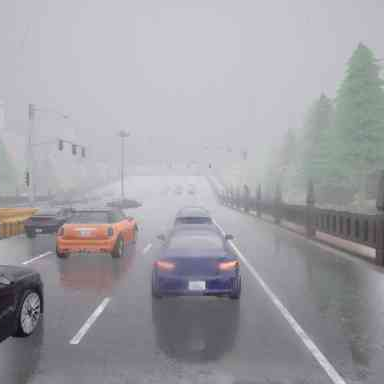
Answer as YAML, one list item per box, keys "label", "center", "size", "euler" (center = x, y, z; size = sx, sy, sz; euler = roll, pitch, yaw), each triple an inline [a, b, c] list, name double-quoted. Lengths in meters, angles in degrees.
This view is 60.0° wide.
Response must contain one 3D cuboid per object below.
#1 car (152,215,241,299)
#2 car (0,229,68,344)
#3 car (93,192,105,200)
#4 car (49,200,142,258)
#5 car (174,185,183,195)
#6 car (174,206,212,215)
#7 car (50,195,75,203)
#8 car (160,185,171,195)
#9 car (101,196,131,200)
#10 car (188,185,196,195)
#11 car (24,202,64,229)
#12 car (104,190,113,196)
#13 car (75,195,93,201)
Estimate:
- label: "car"
  center: [0.083, 1.526, 8.305]
  size: [1.812, 1.442, 4.674]
  euler: [0, 0, 0]
- label: "car"
  center: [-3.410, 1.492, 3.720]
  size: [2.128, 1.511, 4.902]
  euler: [0, 0, 0]
- label: "car"
  center: [-21.143, 1.149, 72.917]
  size: [1.994, 1.385, 4.181]
  euler: [0, 3, 0]
- label: "car"
  center: [-3.428, 1.352, 12.836]
  size: [2.097, 1.767, 4.553]
  euler: [0, 0, 0]
- label: "car"
  center: [-3.598, -0.047, 86.036]
  size: [1.837, 1.490, 4.892]
  euler: [0, 7, 0]
- label: "car"
  center: [0.062, 1.478, 17.636]
  size: [1.882, 1.535, 5.008]
  euler: [0, 0, 0]
- label: "car"
  center: [-21.189, 1.351, 53.797]
  size: [2.097, 1.767, 4.553]
  euler: [0, 0, 0]
- label: "car"
  center: [-7.098, -0.054, 86.168]
  size: [1.837, 1.490, 4.892]
  euler: [0, 7, 0]
- label: "car"
  center: [-8.702, 1.547, 42.984]
  size: [2.033, 1.411, 5.357]
  euler: [0, 0, 30]
- label: "car"
  center: [-0.098, -0.069, 86.023]
  size: [1.882, 1.535, 5.008]
  euler: [0, 7, 0]
- label: "car"
  center: [-6.940, 1.505, 17.477]
  size: [1.837, 1.490, 4.892]
  euler: [0, 0, 0]
- label: "car"
  center: [-21.108, 0.300, 83.145]
  size: [2.128, 1.511, 4.902]
  euler: [0, 6, 0]
- label: "car"
  center: [-21.159, 1.507, 63.181]
  size: [2.033, 1.411, 5.357]
  euler: [0, 1, 0]
